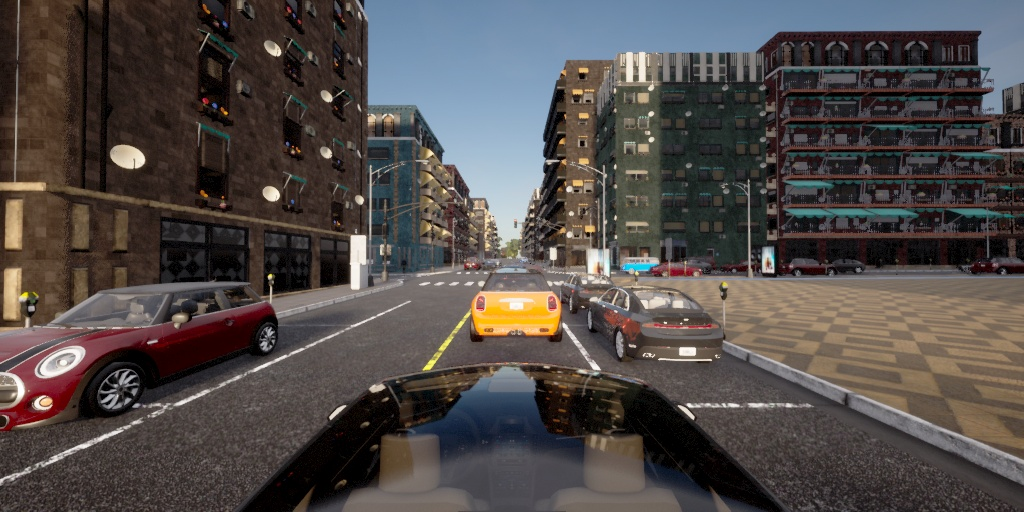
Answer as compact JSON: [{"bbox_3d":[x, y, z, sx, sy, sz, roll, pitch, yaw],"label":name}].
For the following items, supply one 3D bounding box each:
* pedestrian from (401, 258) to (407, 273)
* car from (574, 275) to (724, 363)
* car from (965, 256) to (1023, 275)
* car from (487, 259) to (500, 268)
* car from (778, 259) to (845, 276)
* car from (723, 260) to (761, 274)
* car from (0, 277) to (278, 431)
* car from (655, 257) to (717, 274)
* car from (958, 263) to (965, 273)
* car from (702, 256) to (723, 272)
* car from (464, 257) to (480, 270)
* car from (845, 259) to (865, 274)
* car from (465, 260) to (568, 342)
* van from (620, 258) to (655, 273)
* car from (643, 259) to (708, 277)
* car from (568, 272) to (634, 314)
[{"bbox_3d":[-12.542,1.097,41.672,0.375,1.860,0.375,0,0,0],"label":"pedestrian"},{"bbox_3d":[2.818,1.302,7.949,2.007,1.370,4.403,0,0,0],"label":"car"},{"bbox_3d":[41.335,0.811,29.959,4.097,1.591,1.967,0,0,0],"label":"car"},{"bbox_3d":[-3.099,1.298,60.997,1.812,1.442,4.674,0,0,0],"label":"car"},{"bbox_3d":[24.754,0.935,30.073,4.097,1.591,1.967,0,0,0],"label":"car"},{"bbox_3d":[24.814,1.165,38.453,4.507,1.381,1.888,0,0,0],"label":"car"},{"bbox_3d":[-5.821,1.191,5.711,1.967,1.591,4.097,0,0,0],"label":"car"},{"bbox_3d":[17.383,1.130,35.927,4.902,1.511,2.128,0,-1,0],"label":"car"},{"bbox_3d":[47.497,0.905,35.641,4.902,1.511,2.128,0,-1,1],"label":"car"},{"bbox_3d":[19.286,0.977,38.491,5.009,1.841,2.192,0,0,0],"label":"car"},{"bbox_3d":[-5.705,1.083,51.749,2.192,1.841,5.009,0,0,0],"label":"car"},{"bbox_3d":[32.303,1.028,35.817,4.892,1.490,1.837,-1,-1,0],"label":"car"},{"bbox_3d":[0.095,1.104,9.928,2.097,1.767,4.553,0,0,0],"label":"car"},{"bbox_3d":[13.758,1.046,38.529,3.998,1.789,1.690,0,0,0],"label":"van"},{"bbox_3d":[13.699,1.162,30.149,4.207,1.307,1.802,0,0,0],"label":"car"},{"bbox_3d":[2.816,1.304,13.519,2.007,1.370,4.403,0,0,0],"label":"car"}]
